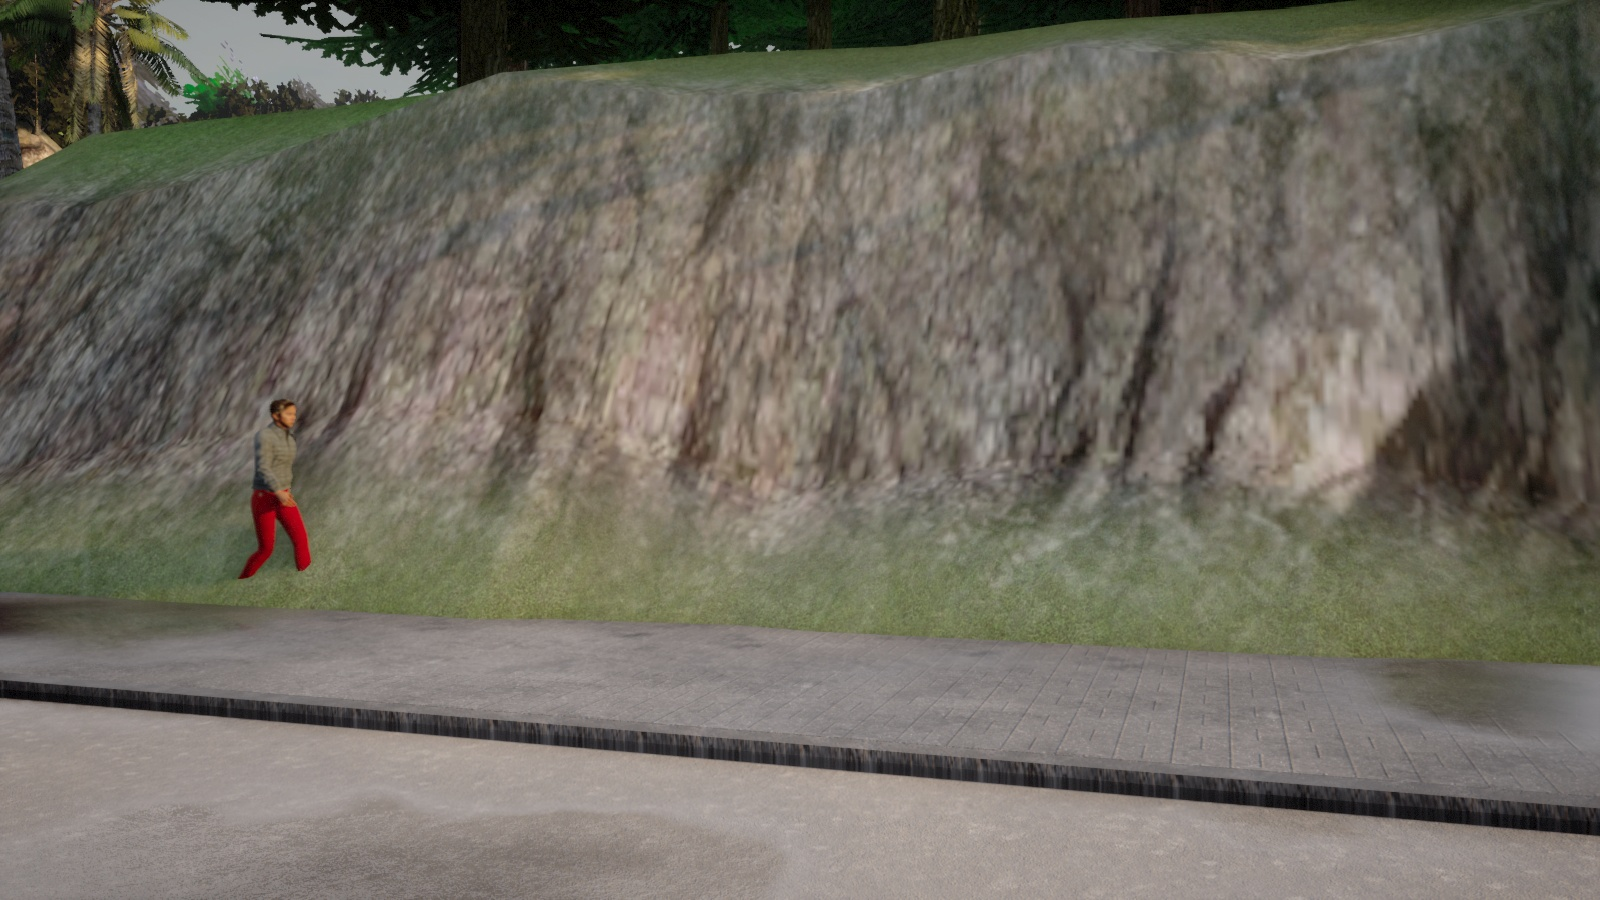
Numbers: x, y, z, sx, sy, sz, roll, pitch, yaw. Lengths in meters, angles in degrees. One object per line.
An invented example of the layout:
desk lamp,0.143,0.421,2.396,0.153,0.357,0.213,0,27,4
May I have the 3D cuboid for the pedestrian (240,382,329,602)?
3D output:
pedestrian,-4.414,0.348,10.758,0.614,1.847,0.353,1,1,19
